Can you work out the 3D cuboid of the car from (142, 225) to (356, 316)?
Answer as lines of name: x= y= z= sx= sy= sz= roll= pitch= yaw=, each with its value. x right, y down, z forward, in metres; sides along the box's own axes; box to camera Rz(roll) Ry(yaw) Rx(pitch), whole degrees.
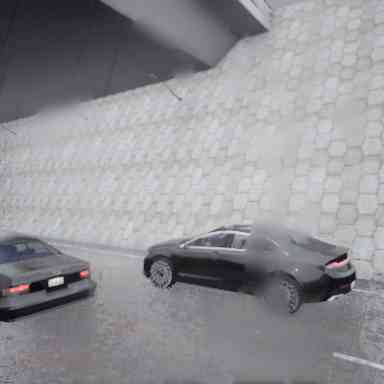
car: x=1.008 y=1.503 z=7.571 sx=4.902 sy=1.511 sz=2.128 roll=0 pitch=0 yaw=35

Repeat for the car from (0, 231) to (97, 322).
car: x=-4.345 y=1.572 z=7.091 sx=5.357 sy=1.411 sz=2.033 roll=0 pitch=0 yaw=35
